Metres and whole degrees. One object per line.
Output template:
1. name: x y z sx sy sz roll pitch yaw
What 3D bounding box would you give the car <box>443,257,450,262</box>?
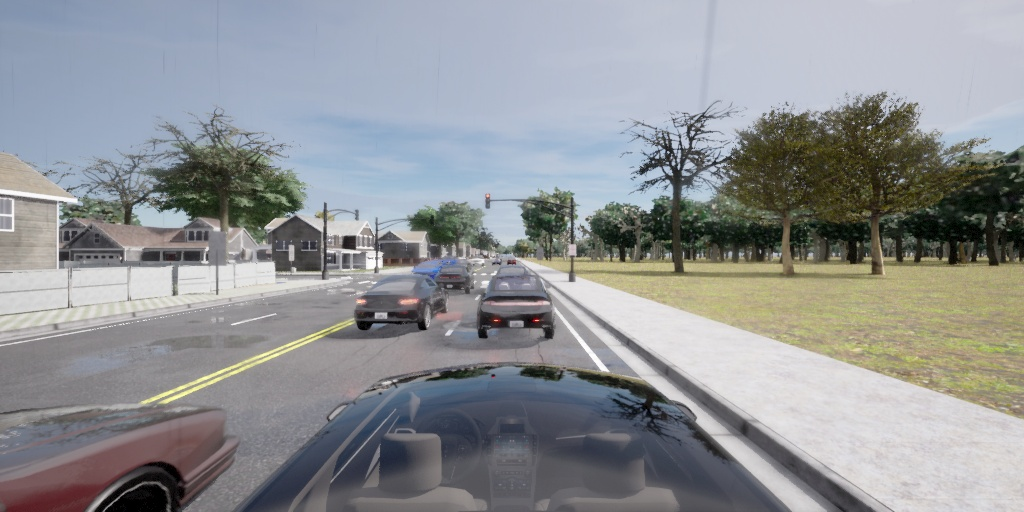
1. car: -9.873 1.217 46.808 1.882 1.535 5.008 0 0 1

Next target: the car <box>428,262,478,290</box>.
1. car: -3.153 1.254 20.208 1.837 1.490 4.892 0 0 -1

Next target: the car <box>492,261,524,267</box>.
1. car: 0.030 1.227 19.540 1.882 1.535 5.008 0 0 0

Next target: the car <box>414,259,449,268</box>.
1. car: -6.624 1.226 28.543 1.882 1.535 5.008 0 0 0

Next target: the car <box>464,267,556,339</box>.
1. car: 0.095 1.241 10.084 2.128 1.511 4.902 0 0 0

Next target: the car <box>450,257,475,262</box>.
1. car: -6.637 1.230 48.247 2.128 1.511 4.902 0 0 0

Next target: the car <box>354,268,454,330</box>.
1. car: -3.154 1.275 10.949 1.812 1.442 4.674 0 0 0

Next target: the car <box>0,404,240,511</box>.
1. car: -3.149 1.297 0.470 2.033 1.411 5.357 0 0 -1
